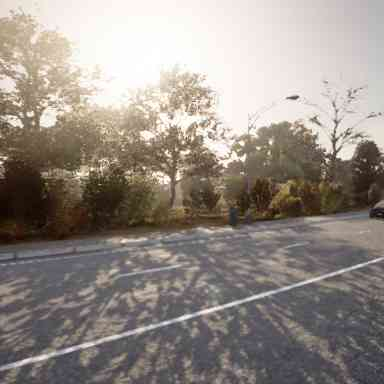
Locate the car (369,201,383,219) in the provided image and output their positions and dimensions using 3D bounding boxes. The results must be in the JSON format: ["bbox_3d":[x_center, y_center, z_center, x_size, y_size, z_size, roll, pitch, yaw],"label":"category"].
[{"bbox_3d":[16.713,1.516,28.262,5.008,1.535,1.882,0,0,-45],"label":"car"}]
